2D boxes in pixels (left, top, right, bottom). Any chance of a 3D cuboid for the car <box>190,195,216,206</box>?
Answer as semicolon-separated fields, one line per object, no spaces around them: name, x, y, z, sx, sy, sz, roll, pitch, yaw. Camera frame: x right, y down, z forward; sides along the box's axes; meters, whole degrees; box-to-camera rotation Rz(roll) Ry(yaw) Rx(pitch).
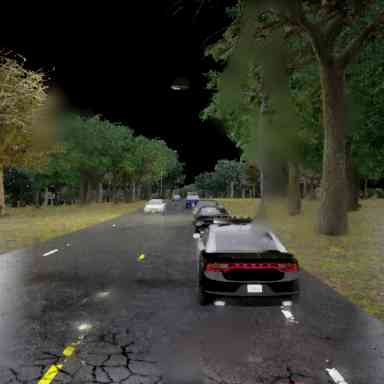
car;1.094;1.324;24.073;2.097;1.767;4.553;0;0;0

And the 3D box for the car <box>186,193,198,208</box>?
car;0.128;1.359;46.887;1.882;1.535;5.008;0;0;1

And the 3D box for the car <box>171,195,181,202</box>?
car;-3.365;1.371;72.778;1.812;1.442;4.674;0;0;0

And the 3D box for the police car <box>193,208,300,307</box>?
police car;1.066;1.425;8.210;1.930;1.638;5.238;0;0;0

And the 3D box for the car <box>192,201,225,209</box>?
car;1.084;1.465;18.102;1.882;1.535;5.008;0;0;0

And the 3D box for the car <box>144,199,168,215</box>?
car;-3.540;1.471;32.734;1.812;1.442;4.674;0;0;0
